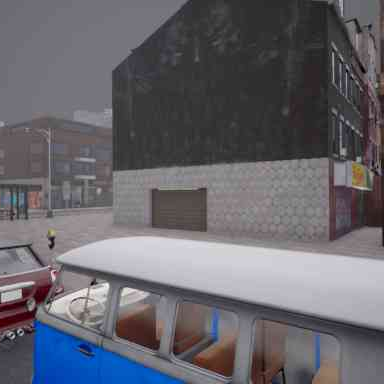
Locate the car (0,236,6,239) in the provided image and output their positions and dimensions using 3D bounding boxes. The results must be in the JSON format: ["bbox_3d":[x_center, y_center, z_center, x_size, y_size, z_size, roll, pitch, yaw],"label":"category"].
[{"bbox_3d":[-4.043,1.442,5.659,4.097,1.590,1.967,0,0,35],"label":"car"}]

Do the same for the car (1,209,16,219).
[{"bbox_3d":[-16.281,1.574,25.762,1.895,1.301,4.718,-1,0,35],"label":"car"}]

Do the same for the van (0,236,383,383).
[{"bbox_3d":[0.402,1.341,2.527,3.998,1.788,1.690,0,0,35],"label":"van"}]
